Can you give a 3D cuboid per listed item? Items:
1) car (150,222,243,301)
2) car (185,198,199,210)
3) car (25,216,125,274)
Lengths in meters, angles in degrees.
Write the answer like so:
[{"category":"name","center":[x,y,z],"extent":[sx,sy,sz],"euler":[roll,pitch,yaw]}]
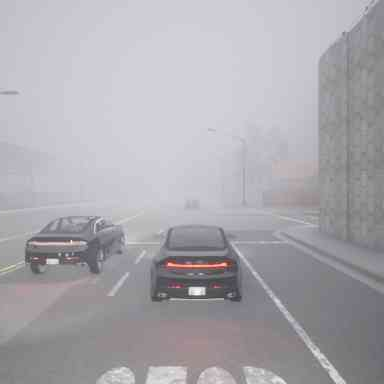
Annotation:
[{"category":"car","center":[0.085,1.505,8.300],"extent":[1.837,1.490,4.892],"euler":[0,0,0]},{"category":"car","center":[0.012,1.492,43.966],"extent":[2.128,1.511,4.902],"euler":[0,0,0]},{"category":"car","center":[-3.421,1.492,10.571],"extent":[2.128,1.511,4.902],"euler":[0,0,0]}]
